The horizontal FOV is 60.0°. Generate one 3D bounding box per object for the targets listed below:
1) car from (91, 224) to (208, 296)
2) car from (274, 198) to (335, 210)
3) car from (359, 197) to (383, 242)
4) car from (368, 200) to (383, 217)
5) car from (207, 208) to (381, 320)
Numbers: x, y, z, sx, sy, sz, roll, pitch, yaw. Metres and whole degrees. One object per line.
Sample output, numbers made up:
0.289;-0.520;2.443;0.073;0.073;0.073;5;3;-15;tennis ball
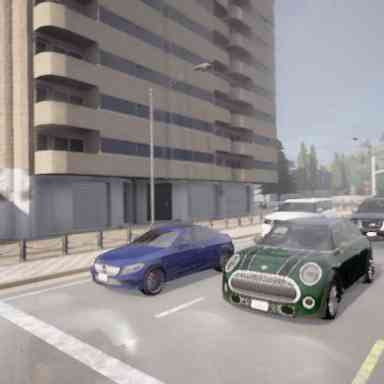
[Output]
-0.533;1.663;9.325;1.812;1.442;4.674;-2;-1;40;car
5.638;1.344;16.793;2.150;2.045;5.566;-2;-1;40;car
8.740;1.271;15.054;2.150;2.045;5.566;-2;-1;40;car
19.112;1.566;32.987;1.882;1.535;5.008;-2;-1;40;car
2.627;1.416;7.664;2.097;1.767;4.553;-2;-1;40;car
